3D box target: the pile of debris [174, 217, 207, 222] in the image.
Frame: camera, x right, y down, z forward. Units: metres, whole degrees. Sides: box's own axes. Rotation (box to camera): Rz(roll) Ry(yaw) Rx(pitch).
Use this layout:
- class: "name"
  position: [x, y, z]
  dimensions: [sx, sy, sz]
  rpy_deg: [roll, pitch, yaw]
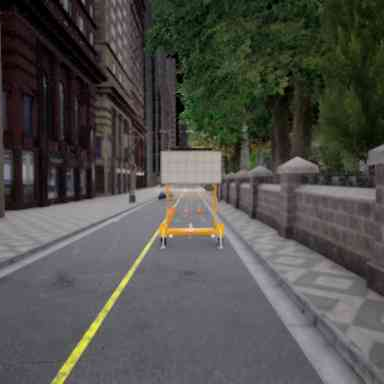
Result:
- class: "pile of debris"
  position: [-0.094, 1.626, 19.850]
  dimensions: [1.860, 0.140, 1.500]
  rpy_deg: [0, 2, 0]

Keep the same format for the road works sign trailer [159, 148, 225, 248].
- class: "road works sign trailer"
  position: [-0.023, 0.119, 12.820]
  dimensions: [2.380, 3.560, 2.880]
  rpy_deg: [0, 2, -1]

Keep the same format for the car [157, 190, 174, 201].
- class: "car"
  position: [-3.288, 0.407, 42.254]
  dimensions: [1.895, 1.301, 4.718]
  rpy_deg: [0, 2, 0]
